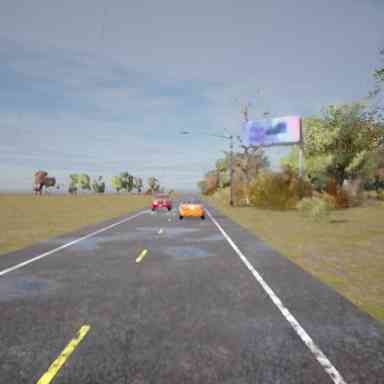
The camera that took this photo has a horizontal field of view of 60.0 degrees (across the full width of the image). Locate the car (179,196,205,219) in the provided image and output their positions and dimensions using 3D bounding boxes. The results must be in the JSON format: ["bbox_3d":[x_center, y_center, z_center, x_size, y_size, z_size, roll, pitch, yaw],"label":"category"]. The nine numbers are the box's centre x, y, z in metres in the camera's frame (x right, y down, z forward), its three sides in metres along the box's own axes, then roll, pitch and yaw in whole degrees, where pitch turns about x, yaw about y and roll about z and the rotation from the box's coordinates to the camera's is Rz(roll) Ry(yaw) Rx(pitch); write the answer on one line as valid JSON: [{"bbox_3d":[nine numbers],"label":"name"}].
[{"bbox_3d":[0.014,1.328,28.954,2.097,1.767,4.553,0,0,0],"label":"car"}]

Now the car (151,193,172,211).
[{"bbox_3d":[-3.565,1.191,40.271,2.150,2.045,5.566,0,0,0],"label":"car"}]

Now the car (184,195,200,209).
[{"bbox_3d":[0.016,1.316,45.198,2.097,1.767,4.553,0,0,0],"label":"car"}]
